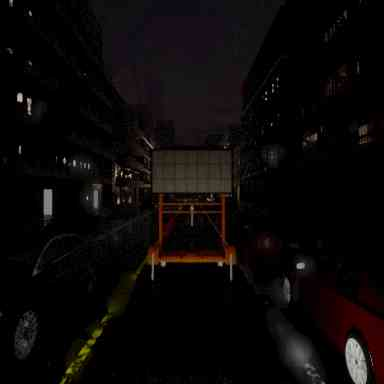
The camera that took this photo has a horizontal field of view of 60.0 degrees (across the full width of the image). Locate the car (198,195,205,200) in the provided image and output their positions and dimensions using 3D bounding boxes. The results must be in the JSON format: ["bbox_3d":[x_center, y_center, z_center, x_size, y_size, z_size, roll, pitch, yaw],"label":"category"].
[{"bbox_3d":[2.564,1.498,89.586,1.887,1.381,4.507,0,0,0],"label":"car"}]

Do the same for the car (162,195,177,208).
[{"bbox_3d":[-3.163,1.544,48.549,1.994,1.385,4.181,0,0,0],"label":"car"}]

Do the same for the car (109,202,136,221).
[{"bbox_3d":[-5.728,1.517,27.407,1.752,1.417,4.829,0,0,0],"label":"car"}]

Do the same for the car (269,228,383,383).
[{"bbox_3d":[2.685,1.544,5.040,1.887,1.381,4.507,0,0,0],"label":"car"}]

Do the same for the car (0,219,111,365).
[{"bbox_3d":[-3.109,1.490,5.909,2.128,1.511,4.902,0,0,0],"label":"car"}]

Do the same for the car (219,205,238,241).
[{"bbox_3d":[2.669,1.547,16.312,2.008,1.369,4.403,0,0,0],"label":"car"}]

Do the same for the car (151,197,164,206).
[{"bbox_3d":[-5.769,1.558,55.760,1.802,1.307,4.206,0,0,0],"label":"car"}]

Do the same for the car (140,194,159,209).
[{"bbox_3d":[-5.752,1.423,44.487,1.967,1.590,4.097,0,0,0],"label":"car"}]

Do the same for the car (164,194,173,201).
[{"bbox_3d":[-5.808,1.397,83.941,1.967,1.590,4.097,0,0,0],"label":"car"}]

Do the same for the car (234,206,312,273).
[{"bbox_3d":[2.677,1.438,10.677,1.967,1.590,4.097,0,0,0],"label":"car"}]

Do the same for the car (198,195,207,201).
[{"bbox_3d":[2.580,1.487,78.483,1.752,1.417,4.829,0,0,0],"label":"car"}]

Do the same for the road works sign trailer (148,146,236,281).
[{"bbox_3d":[0.001,0.462,9.822,2.380,3.560,2.880,0,0,0],"label":"road works sign trailer"}]

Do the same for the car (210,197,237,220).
[{"bbox_3d":[2.654,1.307,27.586,2.192,1.841,5.009,0,0,0],"label":"car"}]

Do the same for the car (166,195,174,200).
[{"bbox_3d":[-5.816,1.498,89.578,1.887,1.381,4.507,0,0,0],"label":"car"}]

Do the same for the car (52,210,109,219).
[{"bbox_3d":[-5.712,1.562,16.304,1.947,1.339,4.313,0,0,0],"label":"car"}]
